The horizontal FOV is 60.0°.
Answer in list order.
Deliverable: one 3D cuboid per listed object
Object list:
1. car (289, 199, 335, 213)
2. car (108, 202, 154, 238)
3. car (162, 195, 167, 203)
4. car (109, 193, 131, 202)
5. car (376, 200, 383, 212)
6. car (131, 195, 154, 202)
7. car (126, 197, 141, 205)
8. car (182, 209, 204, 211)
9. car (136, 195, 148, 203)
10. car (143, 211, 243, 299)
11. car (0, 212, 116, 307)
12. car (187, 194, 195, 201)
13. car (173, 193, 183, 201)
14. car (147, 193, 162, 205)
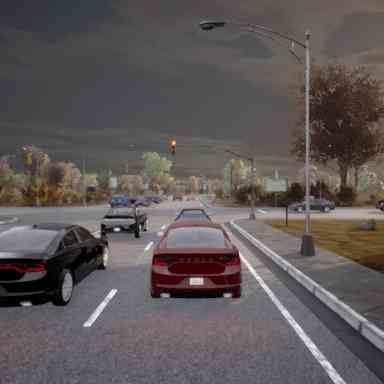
[{"bbox_3d":[13.272,1.504,36.935,4.892,1.490,1.837,0,0,3],"label":"car"},{"bbox_3d":[-3.443,1.491,17.552,2.128,1.511,4.902,0,0,-1],"label":"car"},{"bbox_3d":[-7.213,1.354,71.249,2.097,1.767,4.553,0,0,0],"label":"car"},{"bbox_3d":[-10.744,1.222,49.809,2.150,2.045,5.566,0,0,0],"label":"car"},{"bbox_3d":[23.306,1.213,36.422,5.566,2.045,2.150,0,0,3],"label":"car"},{"bbox_3d":[-7.237,1.563,48.760,1.994,1.385,4.181,0,0,0],"label":"car"},{"bbox_3d":[-10.743,1.600,61.482,1.895,1.301,4.718,0,0,0],"label":"car"},{"bbox_3d":[0.051,1.564,17.531,1.994,1.385,4.181,0,0,0],"label":"car"},{"bbox_3d":[-10.715,1.499,71.971,1.837,1.490,4.892,0,0,0],"label":"car"},{"bbox_3d":[0.077,1.477,8.542,1.882,1.535,5.008,0,0,0],"label":"car"},{"bbox_3d":[-3.421,1.477,8.065,1.882,1.535,5.008,0,0,0],"label":"car"},{"bbox_3d":[-0.252,1.347,85.735,2.097,1.767,4.553,0,0,0],"label":"car"},{"bbox_3d":[-3.751,1.216,85.368,2.150,2.045,5.566,0,0,0],"label":"car"},{"bbox_3d":[-7.248,1.221,60.619,2.150,2.045,5.566,0,0,0],"label":"car"}]
